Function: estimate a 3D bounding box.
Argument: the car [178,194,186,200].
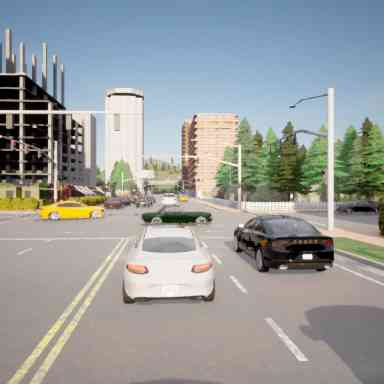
[{"bbox_3d":[-2.724,1.304,86.458,1.882,1.535,5.008,0,0,-4],"label":"car"}]

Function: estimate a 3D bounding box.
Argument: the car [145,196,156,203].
[{"bbox_3d":[-8.447,1.547,68.365,2.033,1.411,5.357,0,0,-4],"label":"car"}]

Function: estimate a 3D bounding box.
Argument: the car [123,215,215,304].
[{"bbox_3d":[-0.581,1.526,8.098,1.812,1.442,4.674,0,0,-5],"label":"car"}]

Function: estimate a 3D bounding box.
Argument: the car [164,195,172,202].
[{"bbox_3d":[-5.439,1.524,75.399,1.812,1.442,4.674,0,0,-4],"label":"car"}]

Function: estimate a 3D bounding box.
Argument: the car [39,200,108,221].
[{"bbox_3d":[-9.791,1.477,27.254,5.008,1.535,1.882,0,1,-24],"label":"car"}]

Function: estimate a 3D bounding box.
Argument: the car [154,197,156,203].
[{"bbox_3d":[-7.774,1.491,57.938,2.128,1.511,4.902,0,0,-4],"label":"car"}]

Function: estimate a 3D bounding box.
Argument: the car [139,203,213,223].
[{"bbox_3d":[-0.963,1.601,22.411,4.718,1.301,1.895,0,0,-3],"label":"car"}]

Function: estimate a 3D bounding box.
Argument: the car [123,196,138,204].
[{"bbox_3d":[-11.632,1.547,63.225,2.033,1.411,5.357,0,0,-4],"label":"car"}]

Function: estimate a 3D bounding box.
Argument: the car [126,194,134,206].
[{"bbox_3d":[-10.946,1.478,53.084,1.882,1.535,5.008,0,0,-4],"label":"car"}]

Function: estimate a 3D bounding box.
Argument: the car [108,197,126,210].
[{"bbox_3d":[-10.287,1.478,43.758,1.882,1.535,5.008,0,0,-4],"label":"car"}]

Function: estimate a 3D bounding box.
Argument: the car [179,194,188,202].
[{"bbox_3d":[-2.039,1.470,76.910,1.882,1.535,5.008,0,0,-4],"label":"car"}]

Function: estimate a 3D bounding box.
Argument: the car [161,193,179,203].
[{"bbox_3d":[-3.558,1.221,50.887,2.150,2.045,5.566,0,0,-5],"label":"car"}]

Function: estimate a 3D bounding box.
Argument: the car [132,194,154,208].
[{"bbox_3d":[-7.137,1.492,48.828,2.128,1.511,4.902,0,0,-4],"label":"car"}]

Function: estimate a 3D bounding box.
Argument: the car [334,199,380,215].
[{"bbox_3d":[17.085,1.491,33.960,4.902,1.511,2.128,0,0,-3],"label":"car"}]

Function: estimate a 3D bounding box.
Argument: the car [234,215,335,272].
[{"bbox_3d":[2.686,1.478,10.834,1.882,1.535,5.008,0,0,-5],"label":"car"}]
